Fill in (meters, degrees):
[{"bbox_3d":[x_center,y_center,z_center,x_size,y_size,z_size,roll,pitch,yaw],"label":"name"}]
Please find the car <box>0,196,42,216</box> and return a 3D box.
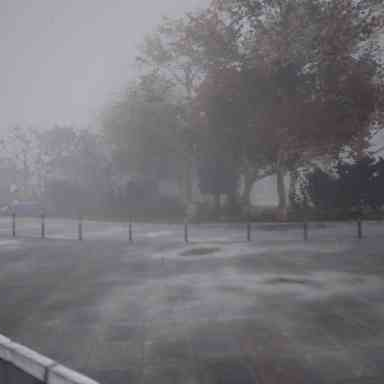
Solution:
[{"bbox_3d":[-18.369,1.615,35.727,2.185,1.767,4.553,0,0,34],"label":"car"}]
